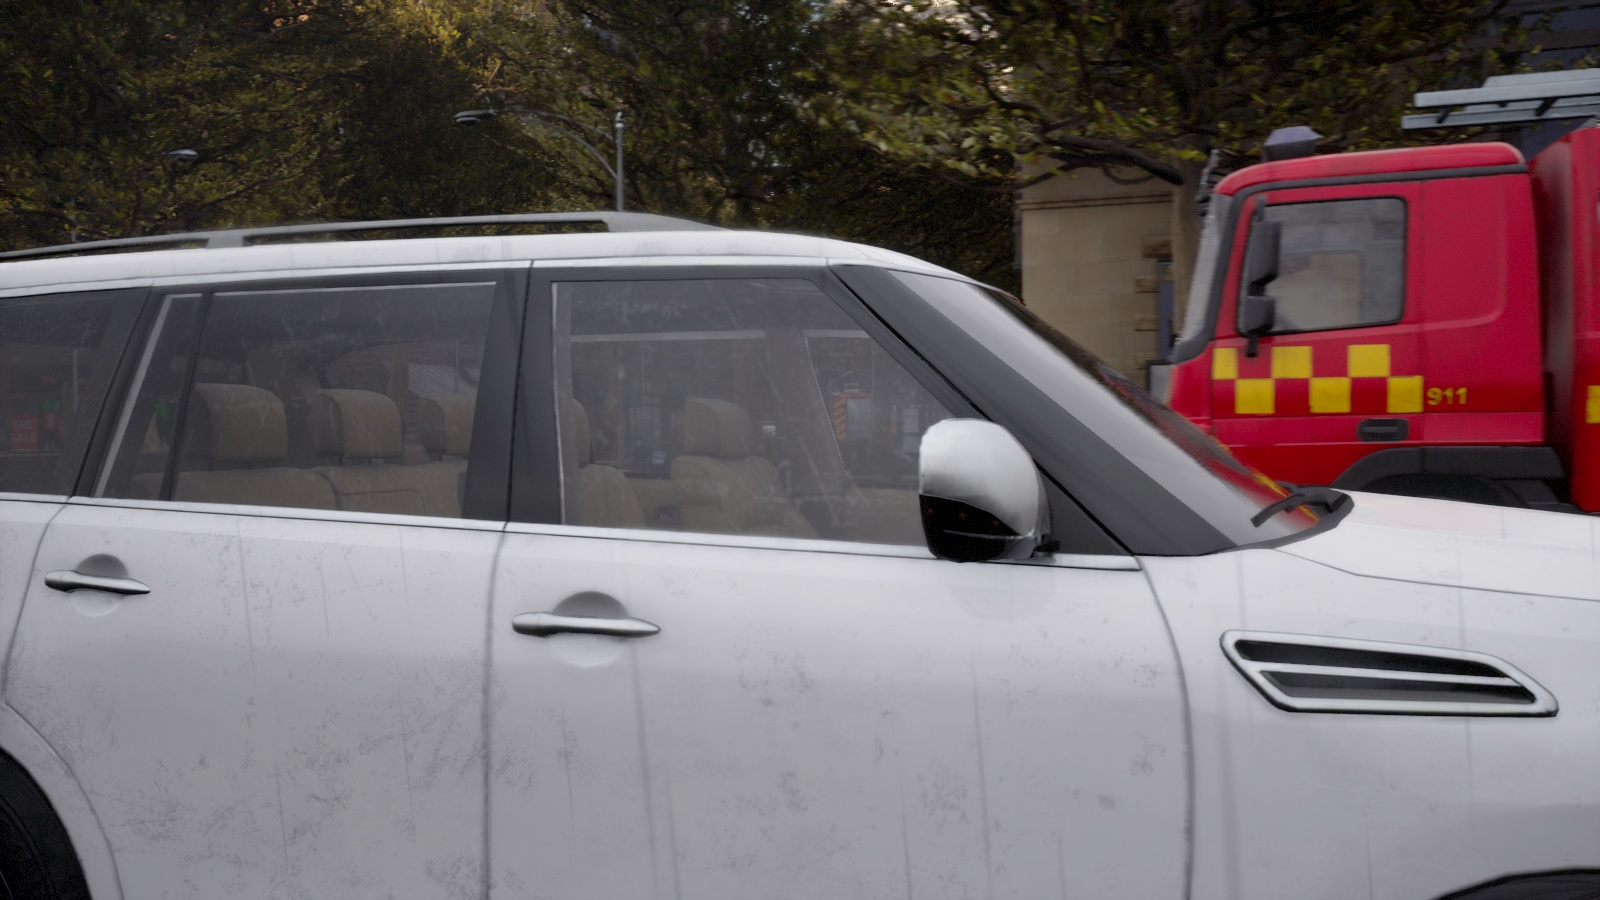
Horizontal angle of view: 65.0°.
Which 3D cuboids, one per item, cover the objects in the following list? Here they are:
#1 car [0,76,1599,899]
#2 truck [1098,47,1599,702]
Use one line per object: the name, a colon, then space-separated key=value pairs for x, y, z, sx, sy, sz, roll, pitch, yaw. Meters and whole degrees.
car: x=-0.178 y=0.493 z=3.249 sx=5.566 sy=2.045 sz=2.150 roll=1 pitch=1 yaw=19
truck: x=6.448 y=-0.446 z=8.272 sx=8.468 sy=3.827 sz=2.891 roll=1 pitch=1 yaw=19
